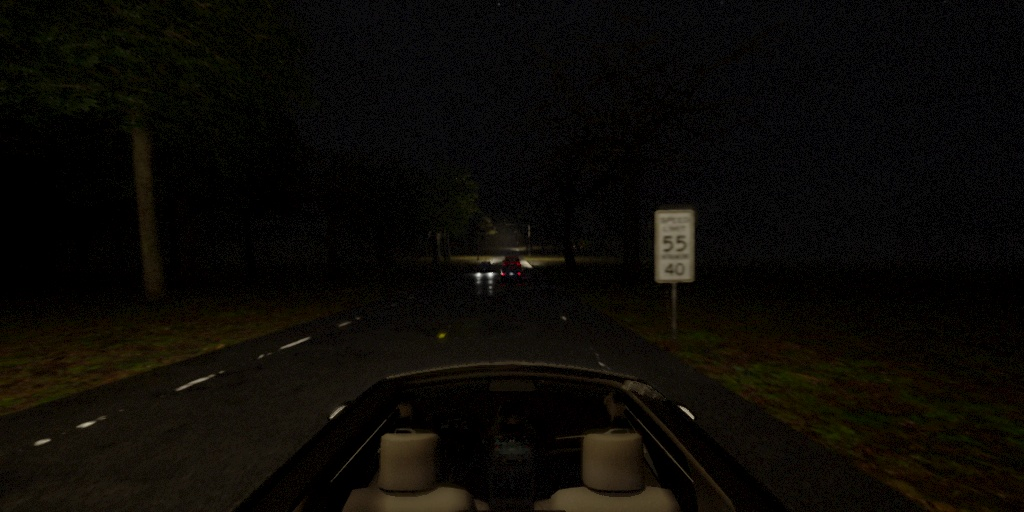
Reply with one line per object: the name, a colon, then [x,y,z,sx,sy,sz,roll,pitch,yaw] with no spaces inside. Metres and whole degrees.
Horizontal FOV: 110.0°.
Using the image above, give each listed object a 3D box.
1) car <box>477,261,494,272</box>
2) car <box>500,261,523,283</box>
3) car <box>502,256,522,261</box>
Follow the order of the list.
car: [-3.502,1.406,47.829,1.812,1.442,4.674,-1,1,0]
car: [-0.027,1.420,30.162,2.033,1.411,5.357,-1,0,0]
car: [0.021,1.028,43.769,2.150,2.045,5.566,-1,1,1]
